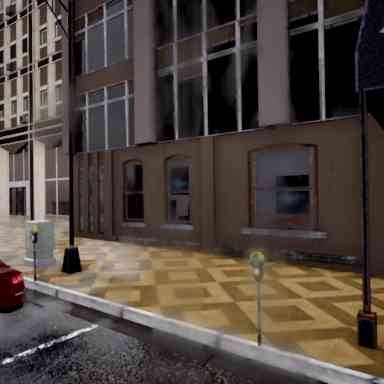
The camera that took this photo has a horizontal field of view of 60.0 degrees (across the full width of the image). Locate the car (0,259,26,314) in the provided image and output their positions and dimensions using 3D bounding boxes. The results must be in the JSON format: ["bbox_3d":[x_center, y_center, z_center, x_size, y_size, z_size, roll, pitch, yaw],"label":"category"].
[{"bbox_3d":[-4.784,1.584,6.300,4.206,1.307,1.802,0,-1,36],"label":"car"}]
